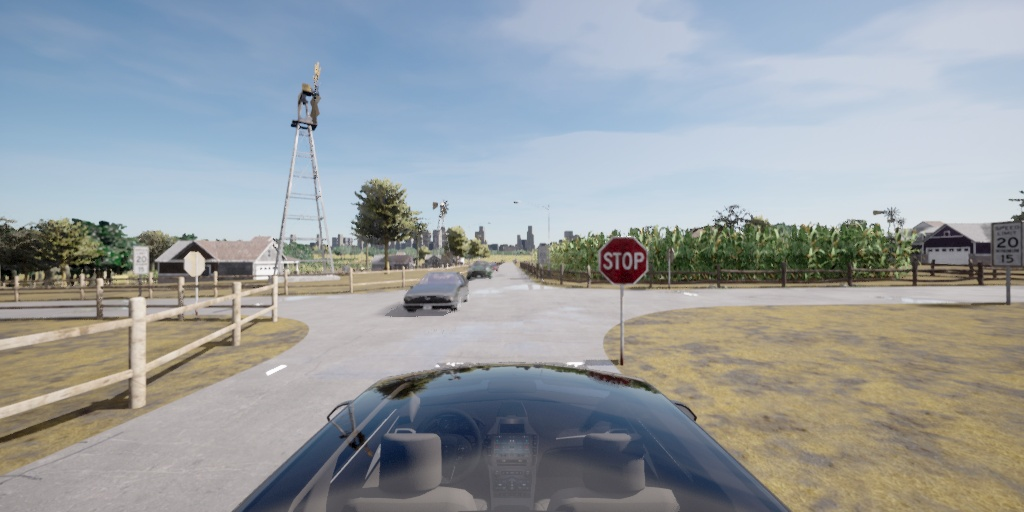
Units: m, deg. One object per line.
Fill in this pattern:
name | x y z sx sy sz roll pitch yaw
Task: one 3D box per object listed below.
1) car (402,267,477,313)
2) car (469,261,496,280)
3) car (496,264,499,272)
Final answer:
car | -2.818 1.345 14.544 2.033 1.411 5.357 -1 0 0
car | -2.877 1.215 33.240 2.097 1.767 4.553 0 -1 0
car | -2.953 1.631 51.755 1.994 1.385 4.181 0 -1 0
